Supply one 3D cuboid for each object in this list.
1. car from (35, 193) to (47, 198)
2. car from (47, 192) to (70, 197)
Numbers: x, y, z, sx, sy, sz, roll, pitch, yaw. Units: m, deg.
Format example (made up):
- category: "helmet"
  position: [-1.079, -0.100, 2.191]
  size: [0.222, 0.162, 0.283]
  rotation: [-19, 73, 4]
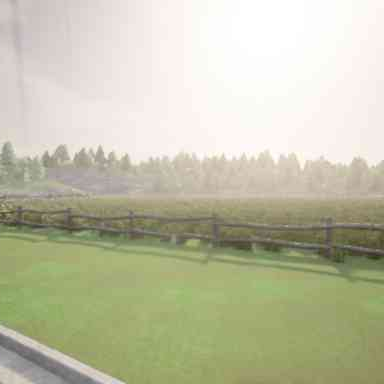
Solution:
- category: "car"
  position: [-38.127, 1.156, 87.389]
  size: [1.895, 1.301, 4.718]
  rotation: [0, 0, 12]
- category: "car"
  position: [-34.709, 1.084, 86.640]
  size: [2.128, 1.511, 4.902]
  rotation: [0, 0, 12]
